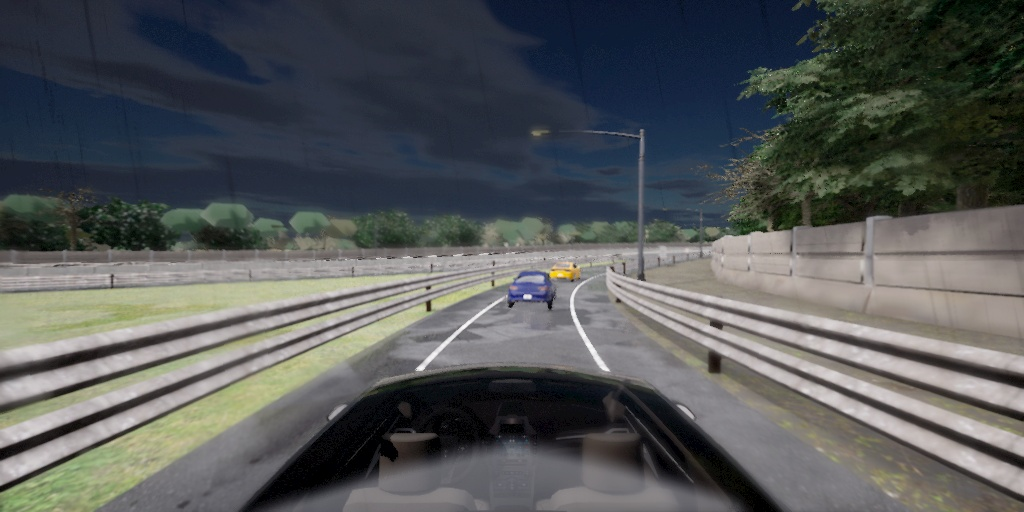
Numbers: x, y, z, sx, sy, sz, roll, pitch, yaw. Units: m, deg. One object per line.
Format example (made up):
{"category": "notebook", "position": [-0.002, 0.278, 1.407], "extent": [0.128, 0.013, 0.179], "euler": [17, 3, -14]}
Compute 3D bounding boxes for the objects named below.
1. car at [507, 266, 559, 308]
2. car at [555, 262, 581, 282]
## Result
{"category": "car", "position": [0.970, 1.384, 15.860], "extent": [1.812, 1.442, 4.674], "euler": [0, 0, 9]}
{"category": "car", "position": [4.581, 1.283, 30.172], "extent": [1.882, 1.535, 5.008], "euler": [1, 1, 20]}
